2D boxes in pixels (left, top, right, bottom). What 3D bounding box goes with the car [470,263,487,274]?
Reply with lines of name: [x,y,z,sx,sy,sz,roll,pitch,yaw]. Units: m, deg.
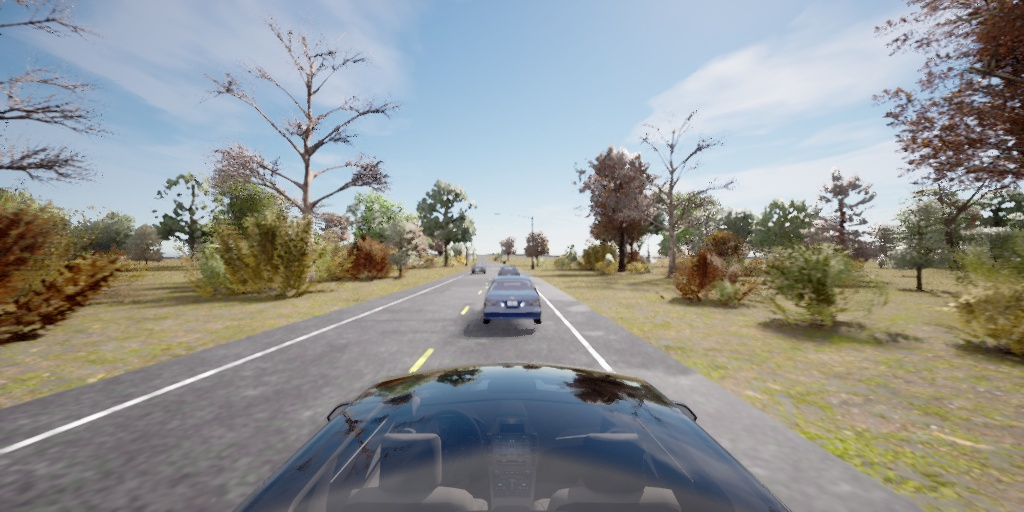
car: [-4.416,1.659,47.805,2.128,1.511,4.902,0,-1,-2]

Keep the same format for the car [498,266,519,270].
car: [-0.307,1.597,32.952,1.994,1.385,4.181,0,-1,-1]

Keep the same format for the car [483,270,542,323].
car: [0.007,1.396,12.548,2.033,1.411,5.357,0,0,0]
